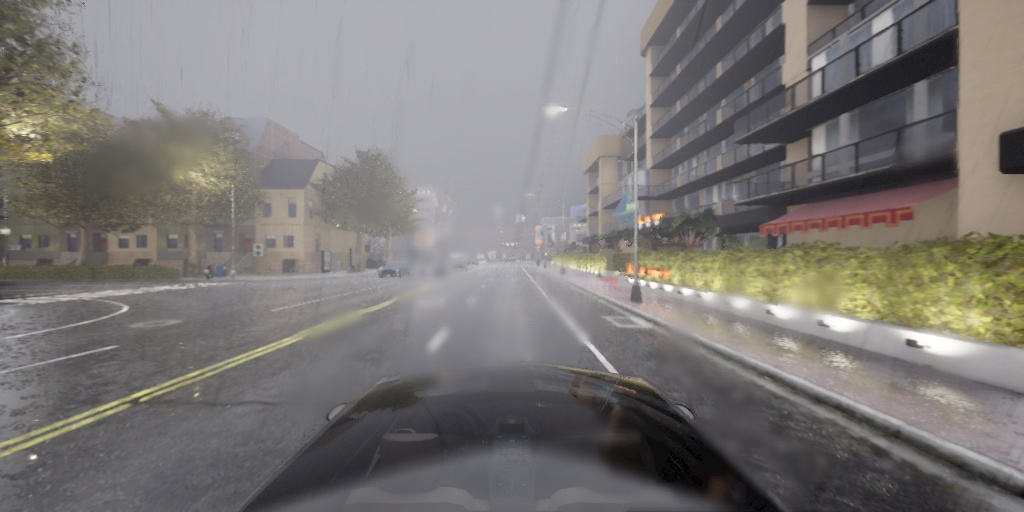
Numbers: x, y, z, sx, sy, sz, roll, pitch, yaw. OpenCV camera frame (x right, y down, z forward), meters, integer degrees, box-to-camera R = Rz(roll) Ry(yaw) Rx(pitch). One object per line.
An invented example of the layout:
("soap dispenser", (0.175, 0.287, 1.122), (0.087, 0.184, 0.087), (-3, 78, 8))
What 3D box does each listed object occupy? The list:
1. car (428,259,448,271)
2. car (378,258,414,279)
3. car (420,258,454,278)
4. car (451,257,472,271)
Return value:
("car", (-10.570, 1.255, 51.340), (1.837, 1.490, 4.892), (0, 0, 0))
("car", (-10.601, 1.102, 32.982), (2.097, 1.767, 4.553), (0, 0, 0))
("car", (-7.101, 1.243, 33.116), (2.128, 1.511, 4.902), (0, 0, 0))
("car", (-7.086, 1.254, 49.291), (1.837, 1.490, 4.892), (0, 0, 0))
